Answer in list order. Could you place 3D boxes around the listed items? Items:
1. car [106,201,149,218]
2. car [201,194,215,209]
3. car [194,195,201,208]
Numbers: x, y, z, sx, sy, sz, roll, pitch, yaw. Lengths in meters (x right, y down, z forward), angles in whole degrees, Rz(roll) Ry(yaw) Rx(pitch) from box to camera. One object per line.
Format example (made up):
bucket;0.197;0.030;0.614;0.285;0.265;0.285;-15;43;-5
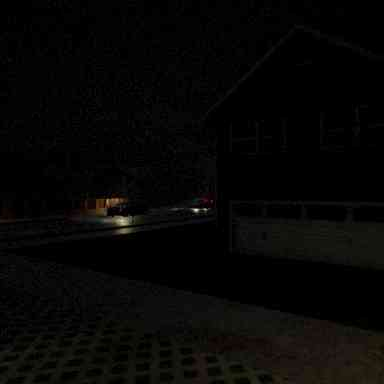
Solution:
car;-6.042;1.586;31.814;1.882;1.535;5.008;0;0;27
car;3.378;1.397;47.639;2.150;2.045;5.566;0;0;15
car;1.866;1.417;52.959;2.150;2.045;5.566;0;0;12
